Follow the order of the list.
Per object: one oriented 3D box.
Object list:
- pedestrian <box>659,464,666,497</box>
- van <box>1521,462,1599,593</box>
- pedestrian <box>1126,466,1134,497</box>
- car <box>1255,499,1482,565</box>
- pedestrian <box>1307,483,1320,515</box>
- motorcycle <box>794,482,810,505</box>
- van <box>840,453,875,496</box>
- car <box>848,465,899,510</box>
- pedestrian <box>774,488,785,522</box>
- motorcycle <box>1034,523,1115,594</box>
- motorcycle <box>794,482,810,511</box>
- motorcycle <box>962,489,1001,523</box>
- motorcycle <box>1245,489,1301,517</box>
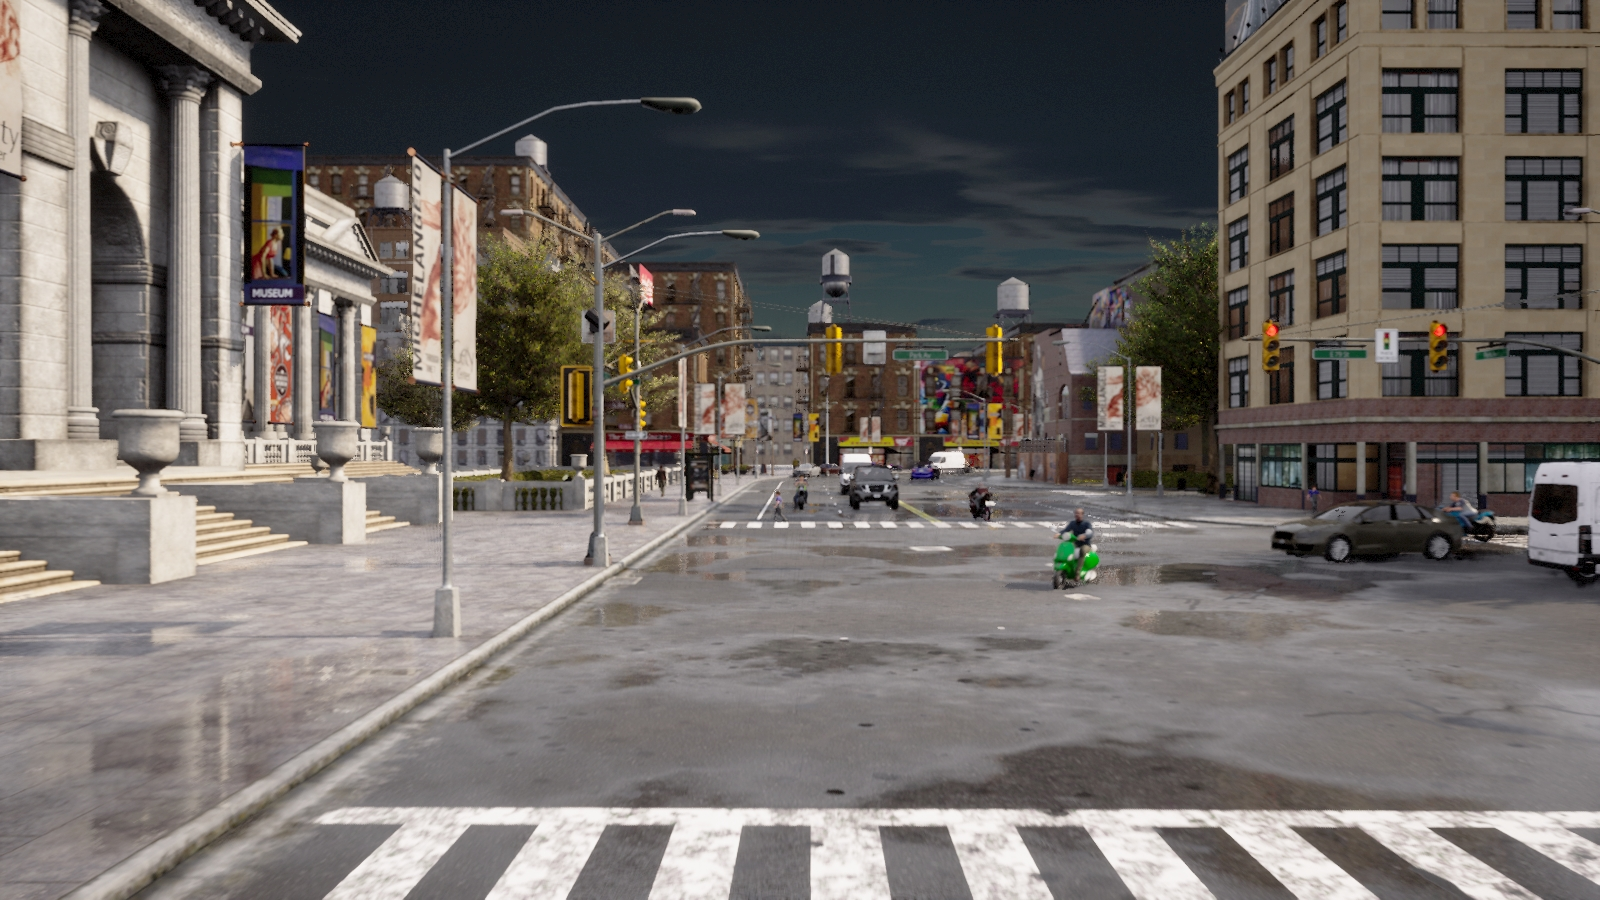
[{"bbox_3d":[-7.699,1.697,63.792,0.375,1.860,0.375,0,0,-4],"label":"pedestrian"},{"bbox_3d":[18.401,1.534,23.410,5.915,2.561,1.988,0,0,3],"label":"van"},{"bbox_3d":[19.354,1.850,67.065,0.375,1.860,0.375,0,0,2],"label":"pedestrian"},{"bbox_3d":[14.587,2.061,29.430,4.892,1.480,2.231,0,0,-12],"label":"car"},{"bbox_3d":[20.879,1.977,46.440,0.375,1.300,0.375,0,0,0],"label":"pedestrian"},{"bbox_3d":[0.099,2.214,58.390,0.803,1.145,2.033,0,0,0],"label":"motorcycle"},{"bbox_3d":[3.618,1.532,72.960,1.988,2.561,5.915,0,1,0],"label":"van"},{"bbox_3d":[3.545,1.780,55.956,2.150,2.045,5.566,0,0,0],"label":"car"},{"bbox_3d":[-0.788,2.130,44.031,0.375,1.300,0.375,0,0,4],"label":"pedestrian"},{"bbox_3d":[5.602,2.182,23.288,0.856,1.236,1.805,2,1,41],"label":"motorcycle"},{"bbox_3d":[0.082,2.171,54.238,0.764,1.277,2.356,0,0,0],"label":"motorcycle"},{"bbox_3d":[7.163,2.205,45.222,0.867,1.251,2.209,1,0,-9],"label":"motorcycle"},{"bbox_3d":[19.864,2.213,48.006,2.033,1.145,0.803,0,-1,9],"label":"motorcycle"}]
